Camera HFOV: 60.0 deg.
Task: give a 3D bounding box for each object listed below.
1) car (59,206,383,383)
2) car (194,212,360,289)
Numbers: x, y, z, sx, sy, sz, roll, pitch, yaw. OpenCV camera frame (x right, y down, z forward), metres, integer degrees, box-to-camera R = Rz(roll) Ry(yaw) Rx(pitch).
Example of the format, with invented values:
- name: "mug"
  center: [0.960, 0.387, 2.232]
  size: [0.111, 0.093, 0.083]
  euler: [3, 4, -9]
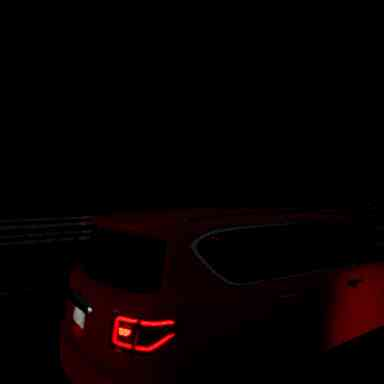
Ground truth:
- name: "car"
  center: [1.156, 1.225, 4.574]
  size: [5.566, 2.045, 2.150]
  euler: [0, 0, -36]
- name: "car"
  center: [2.689, 1.492, 9.965]
  size: [4.902, 1.511, 2.128]
  euler: [0, 0, -35]
